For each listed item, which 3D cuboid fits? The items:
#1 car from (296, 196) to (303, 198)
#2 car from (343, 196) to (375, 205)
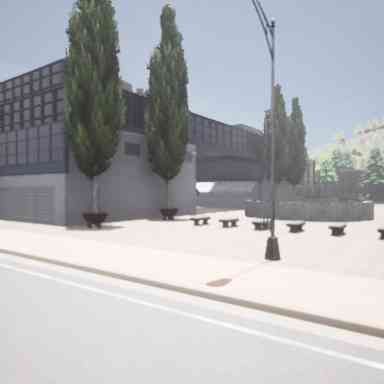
[{"bbox_3d":[20.061,1.449,62.692,2.128,1.511,4.902,0,0,-40],"label":"car"},{"bbox_3d":[26.159,1.460,52.342,1.882,1.535,5.008,0,0,-24],"label":"car"}]
